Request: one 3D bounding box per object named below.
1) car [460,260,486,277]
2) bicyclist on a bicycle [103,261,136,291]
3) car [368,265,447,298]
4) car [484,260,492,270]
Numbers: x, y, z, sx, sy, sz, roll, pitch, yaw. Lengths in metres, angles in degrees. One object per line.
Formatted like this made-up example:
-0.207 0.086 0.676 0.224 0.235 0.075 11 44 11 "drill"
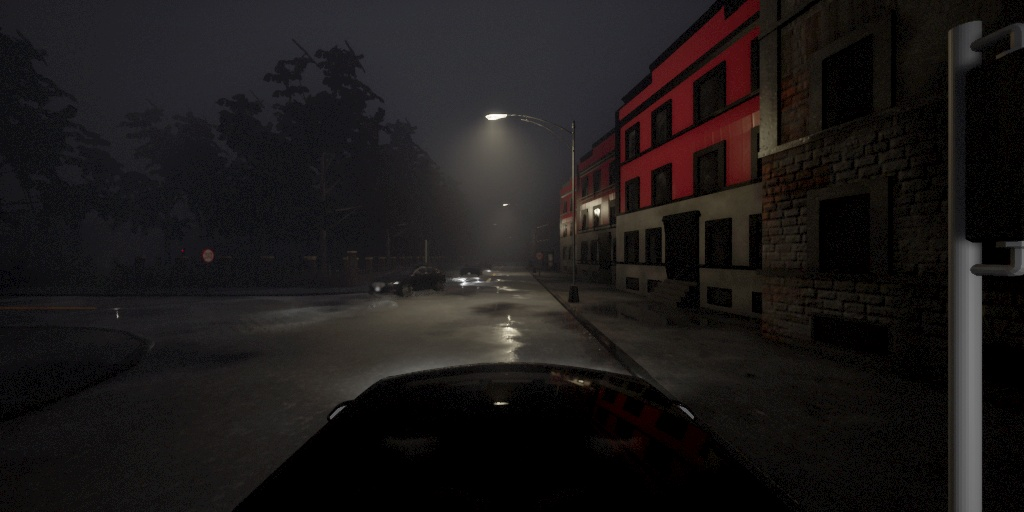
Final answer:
-4.019 1.351 35.778 1.895 1.301 4.718 0 0 0 "car"
-21.808 1.099 19.947 0.582 1.620 1.656 0 0 0 "bicyclist on a bicycle"
-5.233 1.241 18.584 2.128 1.511 4.902 0 0 21 "car"
-3.966 1.312 52.183 1.994 1.385 4.181 0 0 0 "car"
